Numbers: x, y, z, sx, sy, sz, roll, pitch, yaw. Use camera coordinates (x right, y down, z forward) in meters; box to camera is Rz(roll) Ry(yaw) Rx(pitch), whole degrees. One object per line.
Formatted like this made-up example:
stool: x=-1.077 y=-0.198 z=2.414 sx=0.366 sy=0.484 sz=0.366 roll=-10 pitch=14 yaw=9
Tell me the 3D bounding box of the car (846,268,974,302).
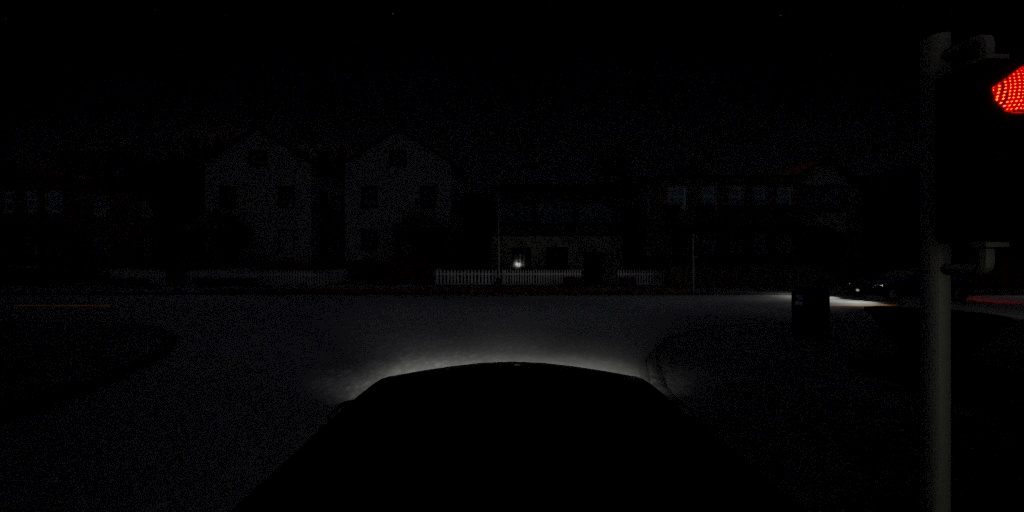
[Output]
car: x=18.190 y=1.275 z=16.455 sx=4.674 sy=1.442 sz=1.812 roll=0 pitch=0 yaw=0
